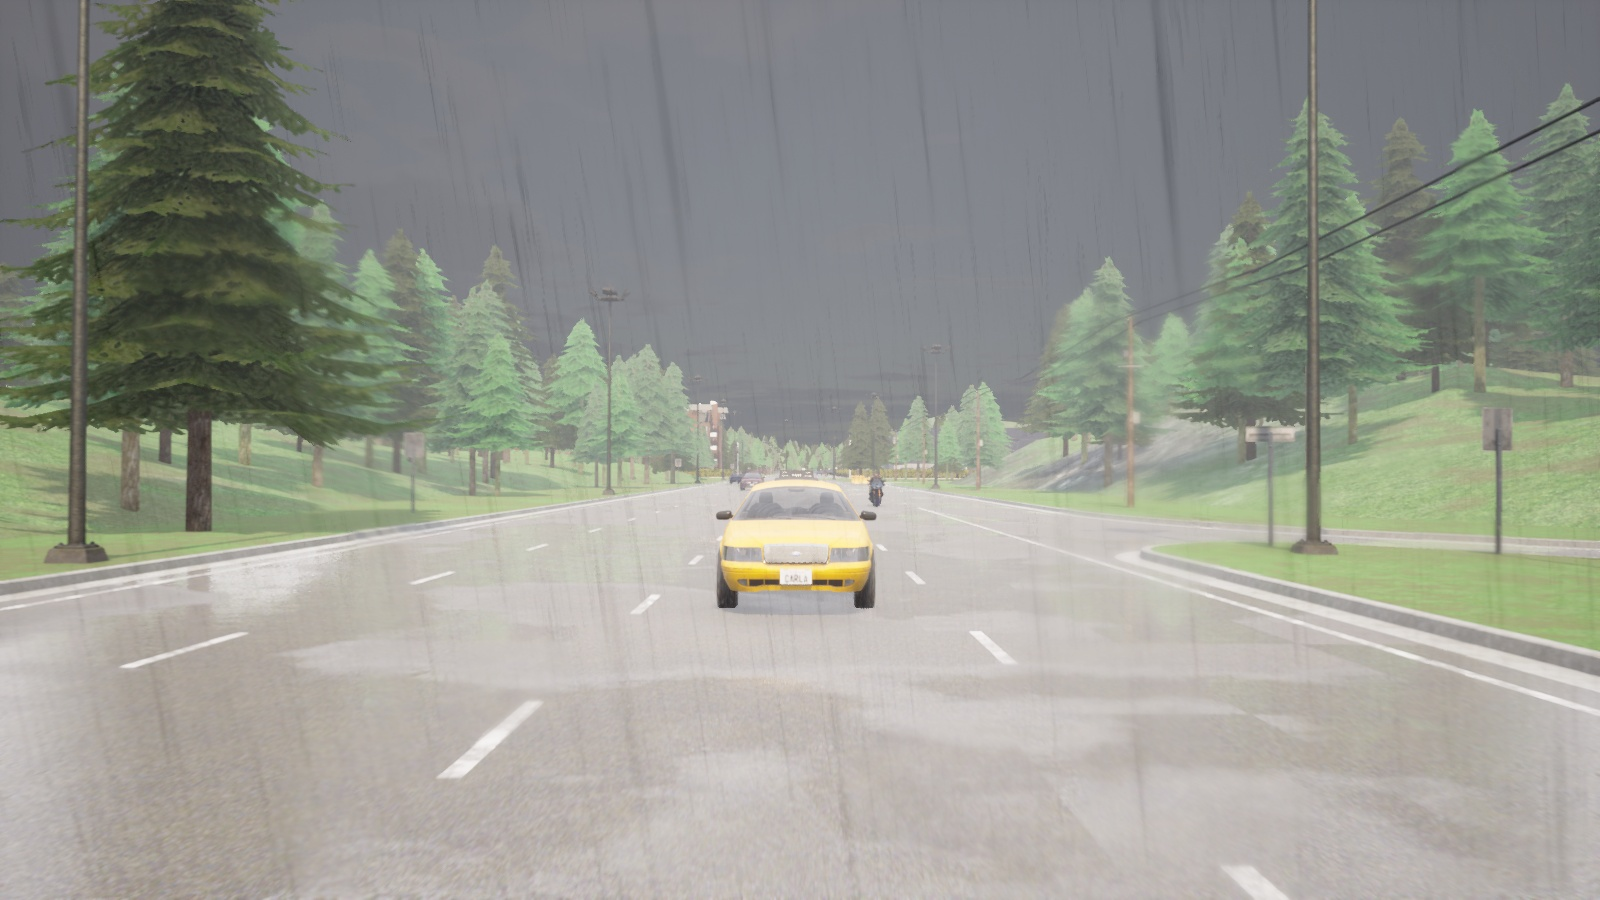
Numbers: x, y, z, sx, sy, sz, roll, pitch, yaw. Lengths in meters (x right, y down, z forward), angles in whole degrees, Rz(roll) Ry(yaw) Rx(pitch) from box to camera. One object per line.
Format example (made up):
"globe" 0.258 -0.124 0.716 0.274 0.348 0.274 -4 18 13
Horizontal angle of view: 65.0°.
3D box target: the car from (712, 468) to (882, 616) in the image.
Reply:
"car" -0.039 1.022 16.093 1.801 1.575 5.366 0 -1 0

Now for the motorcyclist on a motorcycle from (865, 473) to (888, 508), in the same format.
"motorcyclist on a motorcycle" 3.366 1.761 55.250 0.866 1.530 2.191 0 -1 0
